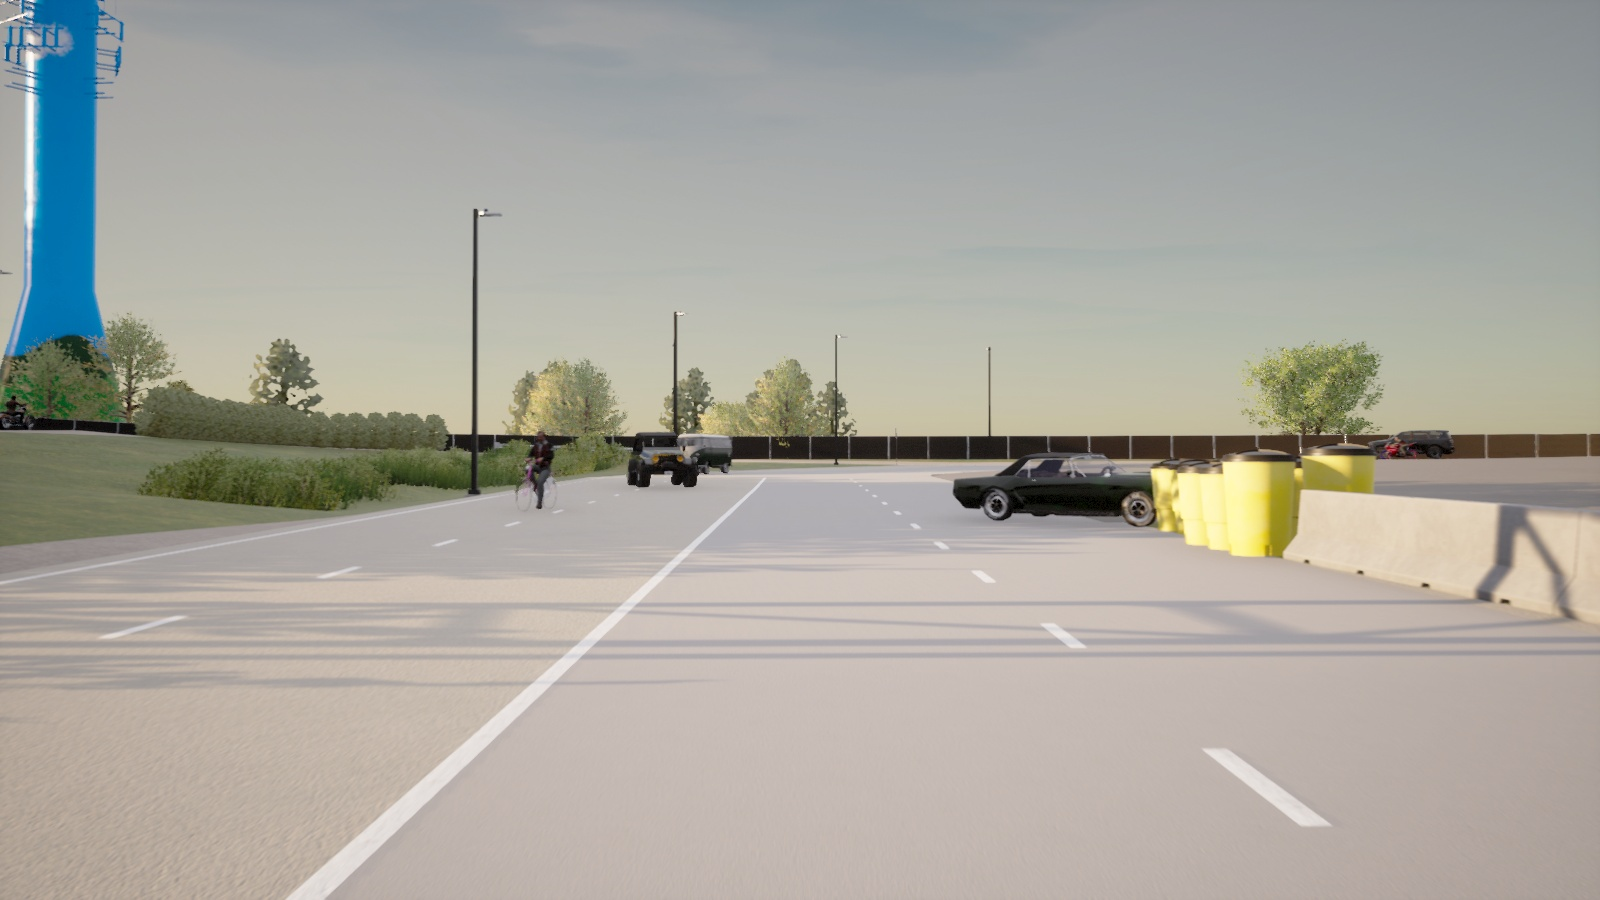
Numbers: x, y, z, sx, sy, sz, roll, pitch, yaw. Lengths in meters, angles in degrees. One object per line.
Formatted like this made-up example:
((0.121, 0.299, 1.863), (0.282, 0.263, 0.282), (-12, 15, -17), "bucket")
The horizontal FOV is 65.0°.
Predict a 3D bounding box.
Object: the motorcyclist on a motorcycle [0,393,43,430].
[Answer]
((-36.005, -1.758, 57.786), (0.766, 1.649, 2.350), (0, 1, 4), "motorcyclist on a motorcycle")

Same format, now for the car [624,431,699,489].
((-4.753, 0.299, 42.734), (1.905, 1.878, 3.866), (0, 0, -16), "car")

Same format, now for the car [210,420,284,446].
((-35.194, -1.061, 80.032), (1.970, 1.475, 3.806), (-1, -2, 33), "car")

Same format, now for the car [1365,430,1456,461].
((42.176, -0.257, 86.934), (5.566, 2.045, 2.150), (-1, -1, 25), "car")

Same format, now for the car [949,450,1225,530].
((5.354, 0.715, 23.792), (4.718, 1.301, 1.895), (-1, 1, 40), "car")

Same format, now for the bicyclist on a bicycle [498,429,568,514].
((-5.775, 0.454, 27.243), (0.659, 1.776, 1.843), (1, 0, 17), "bicyclist on a bicycle")

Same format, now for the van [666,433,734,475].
((-4.882, 0.212, 61.887), (1.775, 1.987, 4.442), (0, 0, 18), "van")

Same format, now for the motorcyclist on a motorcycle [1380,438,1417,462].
((40.025, 0.005, 84.040), (2.191, 1.530, 0.866), (0, -1, 23), "motorcyclist on a motorcycle")
